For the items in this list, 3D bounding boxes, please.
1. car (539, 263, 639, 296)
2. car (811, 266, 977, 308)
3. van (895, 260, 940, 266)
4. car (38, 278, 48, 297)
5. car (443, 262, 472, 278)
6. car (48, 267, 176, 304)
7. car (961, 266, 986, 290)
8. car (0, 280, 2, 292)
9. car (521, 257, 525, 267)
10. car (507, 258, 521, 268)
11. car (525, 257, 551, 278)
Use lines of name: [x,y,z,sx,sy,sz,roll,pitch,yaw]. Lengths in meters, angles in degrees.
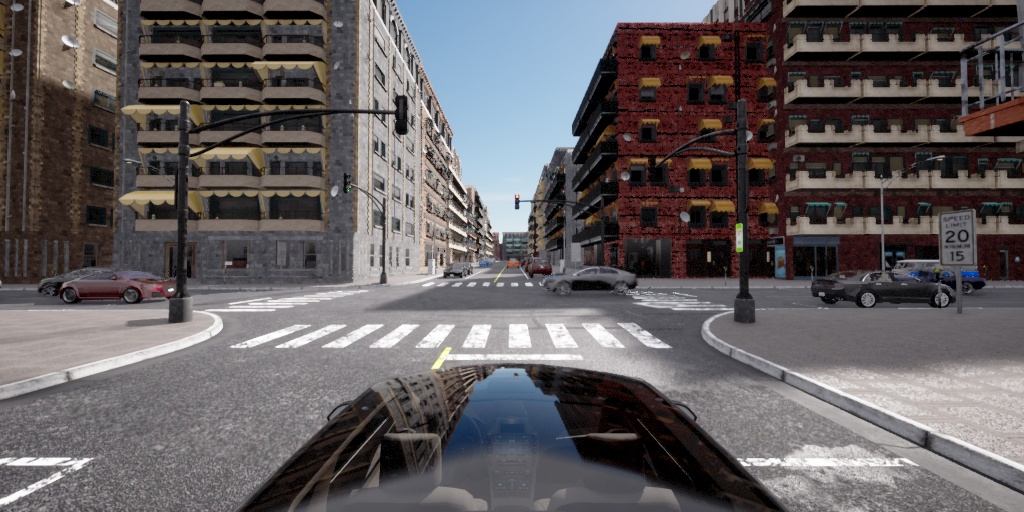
car: [4.093,1.268,18.855,4.902,1.511,2.128,0,-1,0]
car: [13.761,1.185,13.387,4.403,1.370,2.007,0,0,0]
van: [24.929,1.115,21.224,3.998,1.789,1.690,0,0,0]
car: [-21.814,1.343,18.951,4.902,1.511,2.128,0,-1,0]
car: [-5.271,1.328,33.661,1.948,1.339,4.313,0,0,0]
car: [-17.188,1.340,15.984,4.181,1.385,1.994,0,-1,0]
car: [21.339,1.331,18.787,4.718,1.301,1.895,0,-1,0]
car: [-26.677,1.027,16.026,5.566,2.045,2.150,0,-1,0]
car: [2.625,1.086,44.819,2.192,1.841,5.009,0,0,0]
car: [0.178,1.167,61.500,2.097,1.767,4.553,0,0,0]
car: [2.610,1.077,33.695,2.192,1.841,5.009,0,0,0]
